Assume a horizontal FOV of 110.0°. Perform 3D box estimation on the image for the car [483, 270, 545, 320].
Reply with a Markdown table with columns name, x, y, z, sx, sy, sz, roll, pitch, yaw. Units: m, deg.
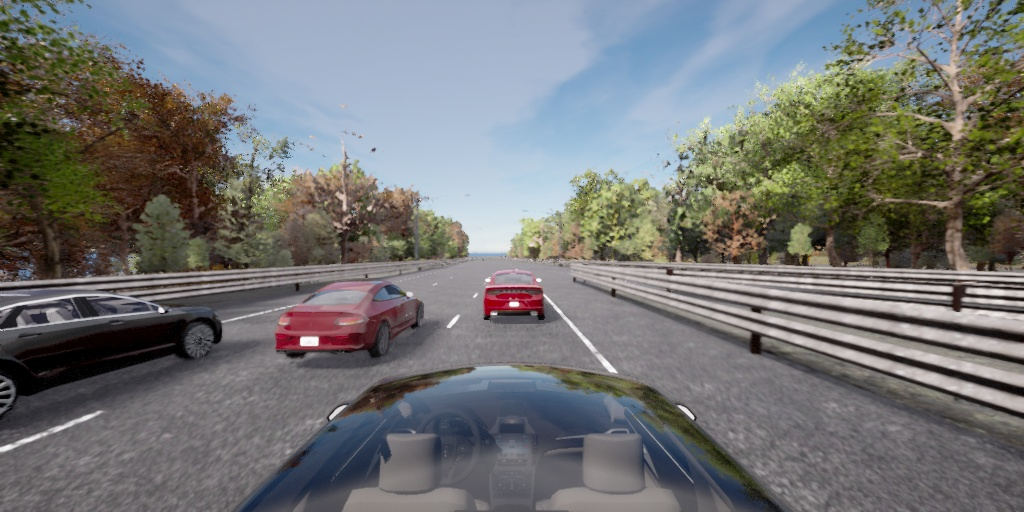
| name | x | y | z | sx | sy | sz | roll | pitch | yaw |
| --- | --- | --- | --- | --- | --- | --- | --- | --- | --- |
| car | 0.049 | 1.228 | 12.718 | 1.882 | 1.535 | 5.008 | 0 | 0 | 0 |

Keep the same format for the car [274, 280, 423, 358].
| name | x | y | z | sx | sy | sz | roll | pitch | yaw |
| --- | --- | --- | --- | --- | --- | --- | --- | --- | --- |
| car | -3.425 | 1.276 | 8.347 | 1.812 | 1.442 | 4.674 | 0 | 0 | 0 |

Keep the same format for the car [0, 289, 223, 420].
| name | x | y | z | sx | sy | sz | roll | pitch | yaw |
| --- | --- | --- | --- | --- | --- | --- | --- | --- | --- |
| car | -6.915 | 1.243 | 5.431 | 2.128 | 1.511 | 4.902 | 0 | 0 | 0 |
